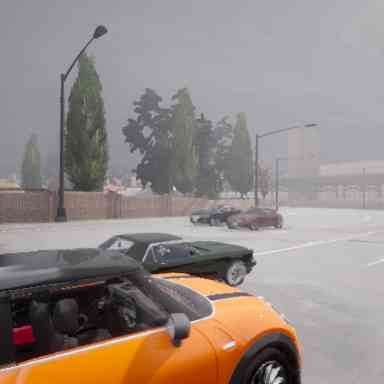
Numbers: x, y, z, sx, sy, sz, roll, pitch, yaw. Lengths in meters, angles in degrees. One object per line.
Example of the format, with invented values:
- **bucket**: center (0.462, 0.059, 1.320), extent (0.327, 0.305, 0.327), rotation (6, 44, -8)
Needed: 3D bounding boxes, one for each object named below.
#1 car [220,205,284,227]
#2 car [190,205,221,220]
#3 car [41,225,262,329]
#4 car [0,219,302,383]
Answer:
- **car**: center (4.190, 1.708, 21.472), extent (1.812, 1.442, 4.674), rotation (0, -1, 45)
- **car**: center (1.938, 1.675, 24.166), extent (2.128, 1.511, 4.902), rotation (0, -1, 44)
- **car**: center (-0.705, 1.608, 7.650), extent (4.718, 1.301, 1.895), rotation (0, 0, -37)
- **car**: center (-1.028, 1.352, 3.137), extent (4.553, 1.767, 2.097), rotation (0, 0, -36)
